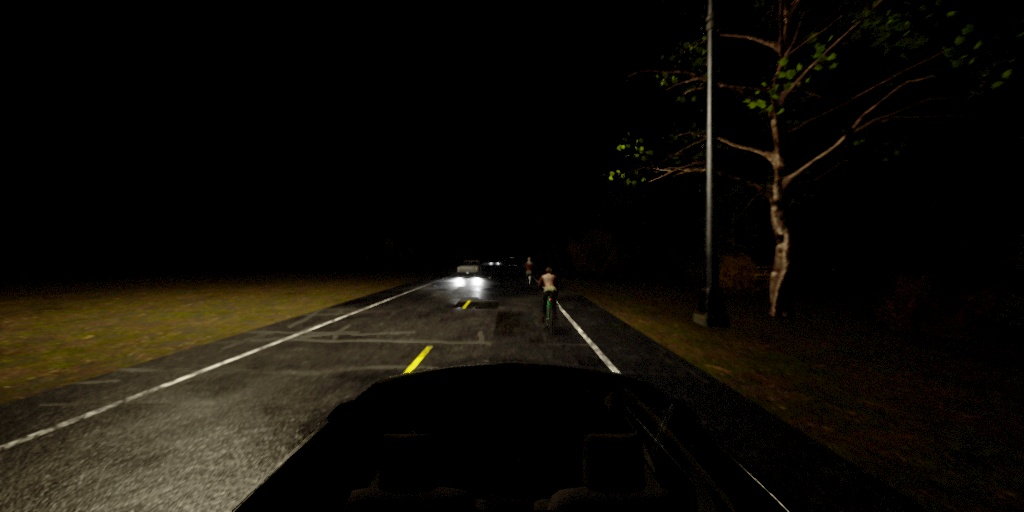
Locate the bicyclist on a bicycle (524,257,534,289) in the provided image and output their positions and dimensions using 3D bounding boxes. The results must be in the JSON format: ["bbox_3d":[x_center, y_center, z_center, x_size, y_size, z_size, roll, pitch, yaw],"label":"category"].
[{"bbox_3d":[0.961,0.934,19.927,0.659,1.776,1.843,0,1,0],"label":"bicyclist on a bicycle"}]

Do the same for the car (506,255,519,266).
[{"bbox_3d":[0.088,0.764,55.529,1.994,1.385,4.181,0,1,0],"label":"car"}]

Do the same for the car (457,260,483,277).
[{"bbox_3d":[-3.593,1.048,31.293,1.895,1.301,4.718,0,1,0],"label":"car"}]

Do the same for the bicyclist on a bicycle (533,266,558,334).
[{"bbox_3d":[0.962,1.124,9.377,0.582,1.620,1.656,0,0,0],"label":"bicyclist on a bicycle"}]
